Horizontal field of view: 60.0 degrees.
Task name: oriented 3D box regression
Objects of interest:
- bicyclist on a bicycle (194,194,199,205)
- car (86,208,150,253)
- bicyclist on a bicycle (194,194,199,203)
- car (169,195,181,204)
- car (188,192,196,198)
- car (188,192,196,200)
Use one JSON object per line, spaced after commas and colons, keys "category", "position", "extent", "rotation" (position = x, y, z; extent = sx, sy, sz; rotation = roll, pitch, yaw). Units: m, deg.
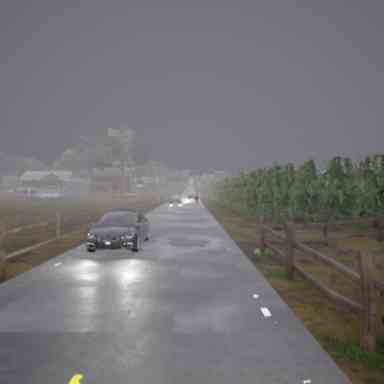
{"category": "bicyclist on a bicycle", "position": [0.758, 1.188, 50.612], "extent": [0.659, 1.776, 1.843], "rotation": [0, 1, 0]}
{"category": "car", "position": [-2.850, 1.474, 13.700], "extent": [1.837, 1.490, 4.892], "rotation": [0, 0, 0]}
{"category": "bicyclist on a bicycle", "position": [0.757, 1.188, 59.729], "extent": [0.866, 1.612, 1.509], "rotation": [0, 0, 0]}
{"category": "car", "position": [-2.791, 1.299, 56.708], "extent": [1.812, 1.442, 4.674], "rotation": [0, 1, 1]}
{"category": "car", "position": [0.004, 0.854, 92.967], "extent": [2.128, 1.511, 4.902], "rotation": [0, 1, 0]}
{"category": "car", "position": [0.004, 1.057, 79.004], "extent": [2.128, 1.511, 4.902], "rotation": [0, 1, 0]}
